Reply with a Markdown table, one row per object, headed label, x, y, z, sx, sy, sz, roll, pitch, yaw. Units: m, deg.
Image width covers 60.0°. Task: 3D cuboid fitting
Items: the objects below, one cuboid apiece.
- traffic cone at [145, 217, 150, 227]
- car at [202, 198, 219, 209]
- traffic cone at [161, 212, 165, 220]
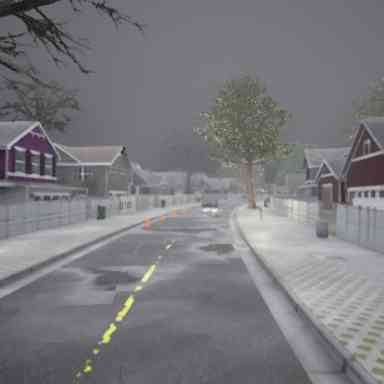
| label | x | y | z | sx | sy | sz | roll | pitch | yaw |
| --- | --- | --- | --- | --- | --- | --- | --- | --- | --- |
| traffic cone | -2.840 | 1.917 | 21.403 | 0.340 | 0.580 | 0.340 | 0 | 0 | 5 |
| car | 2.565 | 1.515 | 45.101 | 1.994 | 1.385 | 4.181 | 0 | 0 | 11 |
| traffic cone | -2.327 | 1.911 | 26.429 | 0.340 | 0.580 | 0.340 | 0 | 0 | 6 |
